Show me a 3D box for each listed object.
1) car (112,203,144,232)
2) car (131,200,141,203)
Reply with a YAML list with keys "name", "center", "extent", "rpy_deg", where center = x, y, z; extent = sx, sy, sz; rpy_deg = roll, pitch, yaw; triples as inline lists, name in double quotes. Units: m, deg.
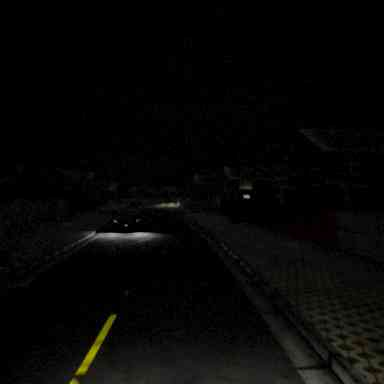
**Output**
- name: "car"
  center: [-4.171, 1.730, 22.126]
  extent: [1.812, 1.442, 4.674]
  rpy_deg: [0, 0, -6]
- name: "car"
  center: [-11.215, 2.211, 66.762]
  extent: [2.033, 1.411, 5.357]
  rpy_deg: [0, -1, -6]
